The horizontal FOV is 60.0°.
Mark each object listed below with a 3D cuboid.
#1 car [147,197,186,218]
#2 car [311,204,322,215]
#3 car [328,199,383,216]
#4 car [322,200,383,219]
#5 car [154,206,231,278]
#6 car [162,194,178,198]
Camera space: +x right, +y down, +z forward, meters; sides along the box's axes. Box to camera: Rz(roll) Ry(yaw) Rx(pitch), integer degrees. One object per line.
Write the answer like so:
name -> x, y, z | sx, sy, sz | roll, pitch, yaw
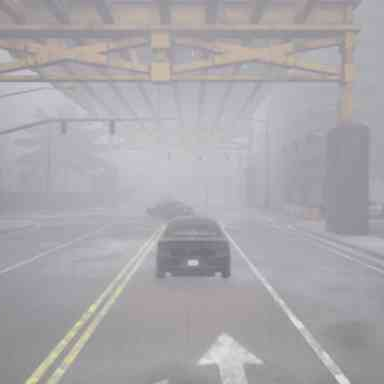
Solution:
car -> -1.816, 1.419, 26.510 | 2.033, 1.411, 5.357 | 0, 0, -30
car -> 13.548, 1.304, 30.482 | 4.974, 1.542, 2.038 | 0, 0, 25
car -> 13.276, 1.167, 26.341 | 4.536, 1.218, 1.853 | 0, 0, -20
car -> 13.228, 1.325, 26.323 | 4.974, 1.542, 2.038 | 0, 0, -20
car -> 0.037, 1.430, 10.023 | 1.882, 1.535, 5.008 | 0, 1, 0
car -> -3.647, 1.254, 48.274 | 2.128, 1.511, 4.902 | 0, 0, 0
